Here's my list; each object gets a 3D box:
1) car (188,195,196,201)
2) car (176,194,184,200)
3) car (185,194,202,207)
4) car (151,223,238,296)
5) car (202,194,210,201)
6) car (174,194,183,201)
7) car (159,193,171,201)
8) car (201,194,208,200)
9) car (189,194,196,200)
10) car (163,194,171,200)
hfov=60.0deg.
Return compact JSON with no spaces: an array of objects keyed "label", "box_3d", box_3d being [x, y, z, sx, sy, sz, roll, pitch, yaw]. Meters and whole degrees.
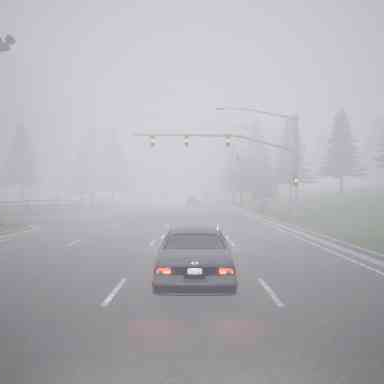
[{"label":"car","box_3d":[0.050,1.531,83.494,2.033,1.411,5.357,0,0,0]},{"label":"car","box_3d":[-3.444,1.358,93.916,2.128,1.511,4.902,0,0,0]},{"label":"car","box_3d":[0.029,1.352,52.851,2.097,1.767,4.553,0,0,0]},{"label":"car","box_3d":[0.072,1.547,8.812,2.033,1.411,5.357,0,0,0]},{"label":"car","box_3d":[3.550,1.492,83.492,1.837,1.490,4.892,0,0,0]},{"label":"car","box_3d":[-3.450,1.517,83.913,1.812,1.442,4.674,0,0,0]},{"label":"car","box_3d":[-6.950,1.217,83.528,2.150,2.045,5.566,0,0,0]},{"label":"car","box_3d":[3.556,1.310,93.912,1.882,1.535,5.008,0,0,0]},{"label":"car","box_3d":[0.056,1.310,93.914,1.882,1.535,5.008,0,0,0]},{"label":"car","box_3d":[-6.944,1.385,93.918,1.994,1.385,4.181,0,0,0]}]
